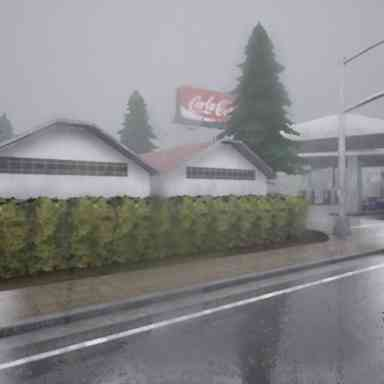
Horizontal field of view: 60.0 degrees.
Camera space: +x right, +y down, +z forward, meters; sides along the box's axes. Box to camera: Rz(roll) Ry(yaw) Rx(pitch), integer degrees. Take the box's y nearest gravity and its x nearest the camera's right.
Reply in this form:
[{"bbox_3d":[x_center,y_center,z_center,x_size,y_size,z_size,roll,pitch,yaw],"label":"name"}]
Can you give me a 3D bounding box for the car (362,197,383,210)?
[{"bbox_3d":[22.289,1.442,40.320,4.611,1.667,2.242,0,0,-36],"label":"car"}]
